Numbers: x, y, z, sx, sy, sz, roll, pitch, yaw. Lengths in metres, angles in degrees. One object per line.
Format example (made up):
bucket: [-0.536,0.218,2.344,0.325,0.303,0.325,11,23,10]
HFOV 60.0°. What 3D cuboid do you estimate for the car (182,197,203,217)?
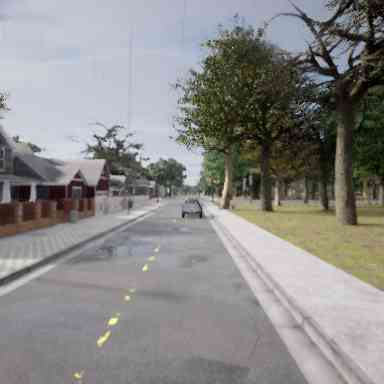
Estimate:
car: [0.031,1.493,31.551,2.033,1.649,4.856,0,0,1]

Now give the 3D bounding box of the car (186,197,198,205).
car: [0.013,1.633,63.160,2.163,1.488,4.792,0,0,0]
